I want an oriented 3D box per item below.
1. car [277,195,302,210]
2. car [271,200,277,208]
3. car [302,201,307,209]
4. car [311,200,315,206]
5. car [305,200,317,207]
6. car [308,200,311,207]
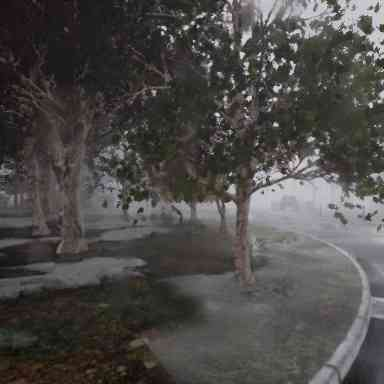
[{"bbox_3d":[13.824,1.519,47.111,2.150,2.045,5.566,0,-2,22],"label":"car"},{"bbox_3d":[15.244,2.119,58.509,1.882,1.535,5.008,0,-2,26],"label":"car"},{"bbox_3d":[18.066,2.183,56.940,2.033,1.411,5.357,0,-2,25],"label":"car"},{"bbox_3d":[23.535,2.586,68.446,1.994,1.385,4.181,0,-2,25],"label":"car"},{"bbox_3d":[27.239,2.681,76.234,2.128,1.511,4.902,0,-2,25],"label":"car"},{"bbox_3d":[20.260,2.360,61.558,1.994,1.385,4.181,0,-2,25],"label":"car"}]
